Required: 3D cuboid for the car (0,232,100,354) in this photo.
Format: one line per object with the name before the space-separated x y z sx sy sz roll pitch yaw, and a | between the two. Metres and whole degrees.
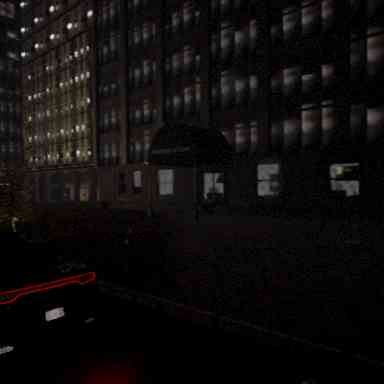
car | -3.685 1.467 5.980 5.008 1.535 1.882 0 1 41
